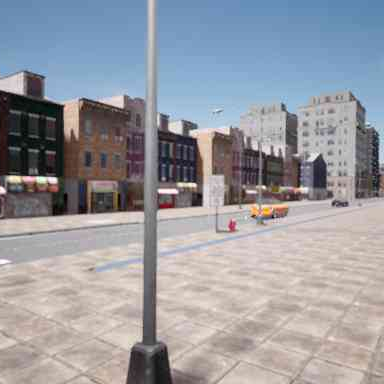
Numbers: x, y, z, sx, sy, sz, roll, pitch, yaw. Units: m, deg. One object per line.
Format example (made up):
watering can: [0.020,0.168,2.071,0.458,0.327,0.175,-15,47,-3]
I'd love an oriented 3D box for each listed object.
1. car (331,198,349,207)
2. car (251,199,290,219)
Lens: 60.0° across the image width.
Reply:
car: [23.324,1.622,52.377,1.812,1.442,4.674,1,0,36]
car: [7.099,1.370,29.782,2.097,1.767,4.553,1,0,36]
